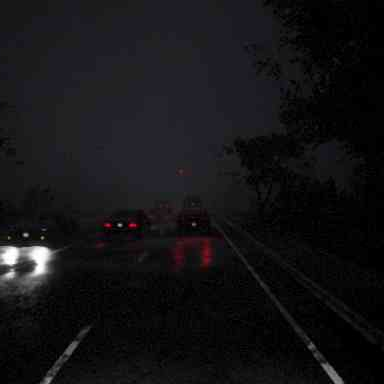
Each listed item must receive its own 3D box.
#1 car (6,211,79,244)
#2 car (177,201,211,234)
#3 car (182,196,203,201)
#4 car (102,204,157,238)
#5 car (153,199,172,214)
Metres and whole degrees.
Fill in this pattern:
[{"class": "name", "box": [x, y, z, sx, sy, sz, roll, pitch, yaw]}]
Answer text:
[{"class": "car", "box": [-7.015, 1.635, 16.042, 1.994, 1.385, 4.181, 0, 0, 0]}, {"class": "car", "box": [0.100, 1.565, 20.007, 1.882, 1.535, 5.008, 0, 0, 0]}, {"class": "car", "box": [0.104, 1.471, 37.853, 2.150, 2.045, 5.566, 0, -1, 0]}, {"class": "car", "box": [-3.399, 1.627, 18.190, 2.033, 1.411, 5.357, 0, 0, 0]}, {"class": "car", "box": [-3.398, 1.605, 38.042, 2.097, 1.767, 4.553, 0, -1, 0]}]
